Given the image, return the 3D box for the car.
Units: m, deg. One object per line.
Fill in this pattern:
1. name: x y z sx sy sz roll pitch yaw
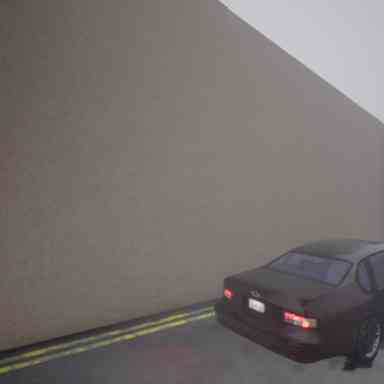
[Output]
1. car: 2.925 1.567 5.853 5.357 1.411 2.033 0 0 -35
